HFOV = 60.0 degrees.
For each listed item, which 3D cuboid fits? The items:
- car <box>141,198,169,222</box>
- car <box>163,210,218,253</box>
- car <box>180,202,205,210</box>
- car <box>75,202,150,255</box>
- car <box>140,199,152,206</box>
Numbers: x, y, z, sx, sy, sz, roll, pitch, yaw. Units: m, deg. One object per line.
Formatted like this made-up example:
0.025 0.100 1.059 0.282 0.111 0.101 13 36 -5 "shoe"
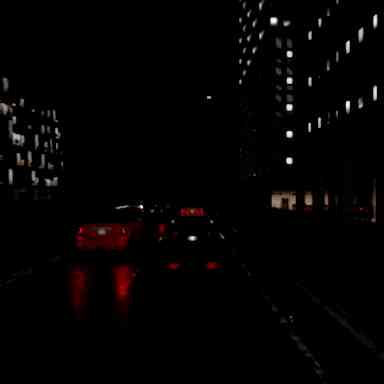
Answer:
-3.223 1.613 29.077 2.097 1.767 4.553 0 -1 0 "car"
0.016 1.696 14.298 1.994 1.385 4.181 0 0 0 "car"
0.027 1.613 29.071 2.097 1.767 4.553 0 -1 0 "car"
-3.236 1.480 14.069 2.097 1.767 4.553 0 -1 0 "car"
-9.689 2.198 70.967 1.895 1.301 4.718 0 0 0 "car"
